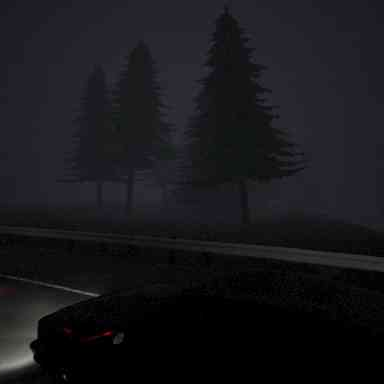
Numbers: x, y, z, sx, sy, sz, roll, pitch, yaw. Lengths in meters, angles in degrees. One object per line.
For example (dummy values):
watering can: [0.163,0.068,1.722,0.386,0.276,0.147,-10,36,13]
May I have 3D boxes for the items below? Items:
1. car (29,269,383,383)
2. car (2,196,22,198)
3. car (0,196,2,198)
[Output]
car: [0.686,1.548,3.239,5.357,1.411,2.033,0,0,34]
car: [-39.203,1.551,74.399,2.033,1.411,5.357,0,0,5]
car: [-42.704,1.552,74.385,2.033,1.411,5.357,0,0,5]
